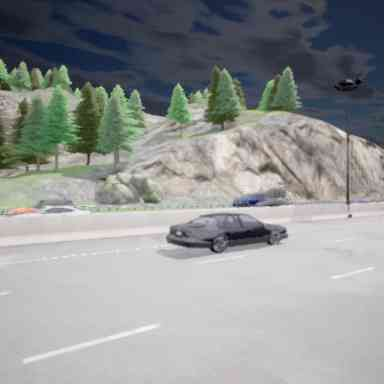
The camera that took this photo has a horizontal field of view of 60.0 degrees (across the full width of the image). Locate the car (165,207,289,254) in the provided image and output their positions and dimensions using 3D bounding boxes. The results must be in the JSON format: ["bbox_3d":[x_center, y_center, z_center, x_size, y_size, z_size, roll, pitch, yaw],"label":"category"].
[{"bbox_3d":[1.565,1.539,13.473,5.357,1.411,2.033,0,0,-36],"label":"car"}]

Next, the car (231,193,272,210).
[{"bbox_3d":[7.987,1.198,44.222,5.566,2.045,2.150,0,0,-35],"label":"car"}]

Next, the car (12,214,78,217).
[{"bbox_3d":[-8.273,1.502,19.571,4.674,1.442,1.812,0,0,-36],"label":"car"}]
